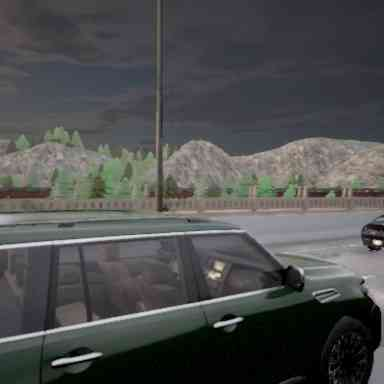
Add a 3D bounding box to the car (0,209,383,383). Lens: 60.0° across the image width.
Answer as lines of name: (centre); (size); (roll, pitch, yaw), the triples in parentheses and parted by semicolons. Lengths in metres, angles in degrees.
car: (-0.391, 1.206, 3.358); (5.566, 2.045, 2.150); (0, 0, -34)
